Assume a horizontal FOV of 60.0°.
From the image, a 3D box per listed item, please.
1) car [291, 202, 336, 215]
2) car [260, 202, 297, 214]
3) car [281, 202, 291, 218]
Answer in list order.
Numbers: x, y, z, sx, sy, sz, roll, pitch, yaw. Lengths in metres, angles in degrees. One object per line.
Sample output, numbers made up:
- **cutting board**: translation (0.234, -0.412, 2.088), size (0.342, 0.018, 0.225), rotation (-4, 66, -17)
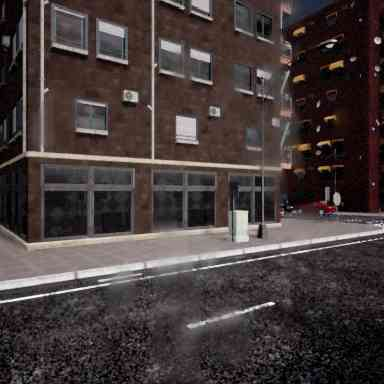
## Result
- **car**: translation (13.955, 1.828, 37.604), size (1.887, 1.381, 4.507), rotation (-1, 0, -36)
- **car**: translation (10.837, 1.920, 41.916), size (1.947, 1.339, 4.313), rotation (-1, 0, -36)
- **car**: translation (7.191, 1.862, 32.714), size (1.802, 1.307, 4.206), rotation (-1, 0, -36)
